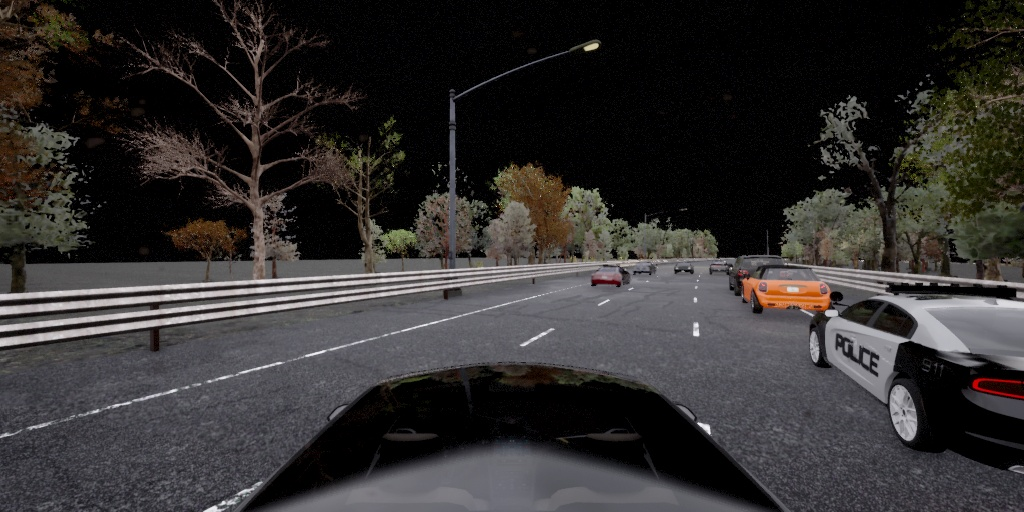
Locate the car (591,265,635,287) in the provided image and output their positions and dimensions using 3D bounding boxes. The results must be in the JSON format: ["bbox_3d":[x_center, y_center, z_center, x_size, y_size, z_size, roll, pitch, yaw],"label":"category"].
[{"bbox_3d":[6.807,1.318,24.473,1.994,1.385,4.181,0,0,28],"label":"car"}]

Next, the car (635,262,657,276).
[{"bbox_3d":[14.221,1.312,38.269,2.033,1.411,5.357,0,0,29],"label":"car"}]

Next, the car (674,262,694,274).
[{"bbox_3d":[19.549,1.370,40.654,1.895,1.301,4.718,0,0,29],"label":"car"}]

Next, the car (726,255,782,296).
[{"bbox_3d":[12.761,0.978,18.755,2.150,2.045,5.566,0,0,28],"label":"car"}]

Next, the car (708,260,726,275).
[{"bbox_3d":[22.677,1.262,39.234,2.128,1.511,4.902,0,0,30],"label":"car"}]

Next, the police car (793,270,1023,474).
[{"bbox_3d":[5.637,1.175,4.743,1.930,1.638,5.238,0,0,26],"label":"police car"}]

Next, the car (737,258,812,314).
[{"bbox_3d":[10.015,1.102,13.438,2.097,1.767,4.553,0,0,27],"label":"car"}]
